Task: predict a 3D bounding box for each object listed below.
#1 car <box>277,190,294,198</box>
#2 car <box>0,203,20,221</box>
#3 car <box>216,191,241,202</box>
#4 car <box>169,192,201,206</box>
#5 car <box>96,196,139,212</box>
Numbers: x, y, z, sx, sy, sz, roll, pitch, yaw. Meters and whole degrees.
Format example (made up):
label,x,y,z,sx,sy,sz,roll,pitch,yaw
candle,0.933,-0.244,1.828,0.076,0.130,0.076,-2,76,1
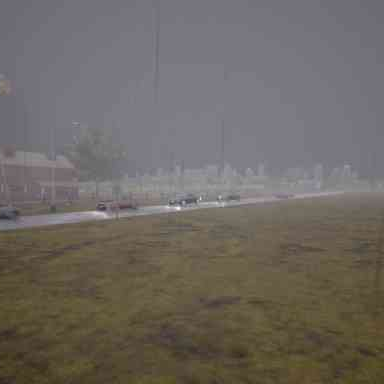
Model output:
label,x,y,z,sx,sy,sz,roll,pitch,yaw
car,16.626,0.397,58.980,1.994,1.385,4.181,1,2,36
car,-13.768,1.331,22.098,1.994,1.385,4.181,1,2,35
car,5.353,0.596,48.374,2.128,1.511,4.902,1,2,37
car,-0.807,0.827,39.946,1.837,1.490,4.892,1,2,36
car,-6.978,1.100,31.445,1.994,1.385,4.181,1,2,36
